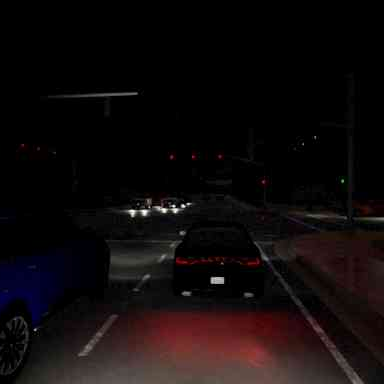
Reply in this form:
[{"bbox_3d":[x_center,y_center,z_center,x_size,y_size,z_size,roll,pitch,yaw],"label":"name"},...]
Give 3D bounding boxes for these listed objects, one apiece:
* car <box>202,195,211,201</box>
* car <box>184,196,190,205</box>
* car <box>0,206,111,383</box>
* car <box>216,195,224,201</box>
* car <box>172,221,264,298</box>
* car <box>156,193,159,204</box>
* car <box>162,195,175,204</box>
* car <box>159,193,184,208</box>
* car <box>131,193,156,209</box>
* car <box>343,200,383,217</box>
[{"bbox_3d":[3.639,1.524,84.720,1.812,1.442,4.674,0,0,5],"label":"car"},{"bbox_3d":[-2.084,1.352,58.580,2.097,1.767,4.553,0,0,5],"label":"car"},{"bbox_3d":[-3.075,1.221,5.481,2.150,2.045,5.566,0,0,3],"label":"car"},{"bbox_3d":[7.156,1.552,84.781,1.994,1.385,4.181,0,0,5],"label":"car"},{"bbox_3d":[0.646,1.478,8.590,1.882,1.535,5.008,0,0,4],"label":"car"},{"bbox_3d":[-5.848,1.221,55.623,2.150,2.045,5.566,0,0,5],"label":"car"},{"bbox_3d":[-4.802,1.477,67.539,1.882,1.535,5.008,0,0,5],"label":"car"},{"bbox_3d":[-2.894,1.221,48.923,2.150,2.045,5.566,0,0,5],"label":"car"},{"bbox_3d":[-6.724,1.221,45.313,2.150,2.045,5.566,0,0,3],"label":"car"},{"bbox_3d":[16.746,1.477,30.951,5.008,1.535,1.882,0,0,5],"label":"car"}]
